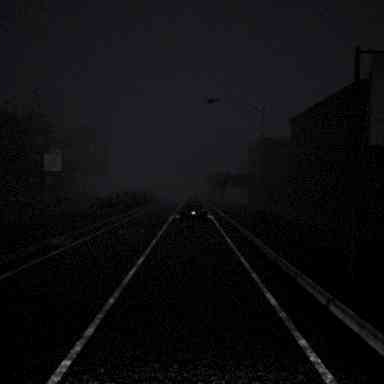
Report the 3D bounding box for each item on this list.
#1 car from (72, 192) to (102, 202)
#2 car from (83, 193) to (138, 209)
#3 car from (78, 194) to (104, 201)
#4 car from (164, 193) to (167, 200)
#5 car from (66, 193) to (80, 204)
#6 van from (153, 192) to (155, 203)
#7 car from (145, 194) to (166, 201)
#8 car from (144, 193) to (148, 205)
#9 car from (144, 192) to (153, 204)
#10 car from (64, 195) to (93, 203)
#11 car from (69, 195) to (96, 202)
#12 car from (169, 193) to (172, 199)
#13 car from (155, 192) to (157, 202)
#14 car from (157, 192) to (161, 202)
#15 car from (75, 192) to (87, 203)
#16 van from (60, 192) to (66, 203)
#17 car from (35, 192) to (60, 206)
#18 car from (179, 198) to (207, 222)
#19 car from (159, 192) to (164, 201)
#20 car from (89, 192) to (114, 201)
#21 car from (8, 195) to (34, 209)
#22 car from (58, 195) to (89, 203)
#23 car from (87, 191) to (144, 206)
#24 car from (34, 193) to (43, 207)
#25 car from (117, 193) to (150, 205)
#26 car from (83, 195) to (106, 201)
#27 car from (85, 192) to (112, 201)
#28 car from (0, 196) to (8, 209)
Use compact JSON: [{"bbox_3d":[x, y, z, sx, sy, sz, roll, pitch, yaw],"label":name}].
[{"bbox_3d":[-21.921,1.010,69.843,5.566,2.045,2.435,0,0,0],"label":"car"},{"bbox_3d":[-8.843,1.214,36.398,4.892,1.521,2.231,0,0,0],"label":"car"},{"bbox_3d":[-21.948,1.273,72.629,5.008,1.535,2.097,0,0,0],"label":"car"},{"bbox_3d":[-8.872,1.285,75.640,5.008,1.535,2.097,0,0,0],"label":"car"},{"bbox_3d":[-21.929,1.263,55.918,4.674,1.452,2.002,0,0,0],"label":"car"},{"bbox_3d":[-8.733,0.988,53.213,4.442,1.987,1.878,0,0,0],"label":"van"},{"bbox_3d":[-8.915,1.346,81.242,4.792,1.488,2.163,0,0,0],"label":"car"},{"bbox_3d":[-8.852,1.200,44.803,4.892,1.521,2.231,0,0,0],"label":"car"},{"bbox_3d":[-8.875,0.951,47.608,5.566,2.045,2.435,0,0,0],"label":"car"},{"bbox_3d":[-21.912,1.275,64.274,4.792,1.488,2.163,0,0,0],"label":"car"},{"bbox_3d":[-21.974,1.282,67.059,4.792,1.488,2.163,0,0,0],"label":"car"},{"bbox_3d":[-8.896,1.382,92.456,5.008,1.535,2.097,0,0,0],"label":"car"},{"bbox_3d":[-8.846,1.223,56.017,4.892,1.521,2.231,0,0,0],"label":"car"},{"bbox_3d":[-8.853,1.236,61.623,5.008,1.535,2.097,0,0,0],"label":"car"},{"bbox_3d":[-21.749,1.227,58.703,5.366,1.575,1.946,0,0,0],"label":"car"},{"bbox_3d":[-22.043,0.982,50.346,4.442,1.987,1.878,0,0,0],"label":"van"},{"bbox_3d":[-21.895,1.078,47.566,4.553,1.767,2.185,0,0,0],"label":"car"},{"bbox_3d":[0.099,1.383,24.603,1.994,1.385,4.181,0,0,0],"label":"car"},{"bbox_3d":[-8.890,0.992,64.427,5.566,2.045,2.435,0,0,0],"label":"car"},{"bbox_3d":[-21.936,1.064,80.861,5.566,2.045,2.435,0,0,0],"label":"car"},{"bbox_3d":[-21.932,1.205,39.210,5.008,1.535,2.097,0,0,0],"label":"car"},{"bbox_3d":[-21.932,1.237,61.489,5.008,1.535,2.097,0,0,0],"label":"car"},{"bbox_3d":[-8.876,0.953,39.198,5.566,2.045,2.435,0,0,0],"label":"car"},{"bbox_3d":[-21.928,1.242,41.997,4.674,1.452,2.002,0,0,0],"label":"car"},{"bbox_3d":[-8.815,1.081,50.409,4.553,1.767,2.185,0,0,0],"label":"car"},{"bbox_3d":[-21.954,1.325,75.290,4.674,1.452,2.002,0,0,0],"label":"car"},{"bbox_3d":[-21.932,1.049,78.199,5.566,2.045,2.435,0,0,0],"label":"car"},{"bbox_3d":[-21.925,1.224,33.642,5.008,1.535,2.097,0,0,0],"label":"car"}]
